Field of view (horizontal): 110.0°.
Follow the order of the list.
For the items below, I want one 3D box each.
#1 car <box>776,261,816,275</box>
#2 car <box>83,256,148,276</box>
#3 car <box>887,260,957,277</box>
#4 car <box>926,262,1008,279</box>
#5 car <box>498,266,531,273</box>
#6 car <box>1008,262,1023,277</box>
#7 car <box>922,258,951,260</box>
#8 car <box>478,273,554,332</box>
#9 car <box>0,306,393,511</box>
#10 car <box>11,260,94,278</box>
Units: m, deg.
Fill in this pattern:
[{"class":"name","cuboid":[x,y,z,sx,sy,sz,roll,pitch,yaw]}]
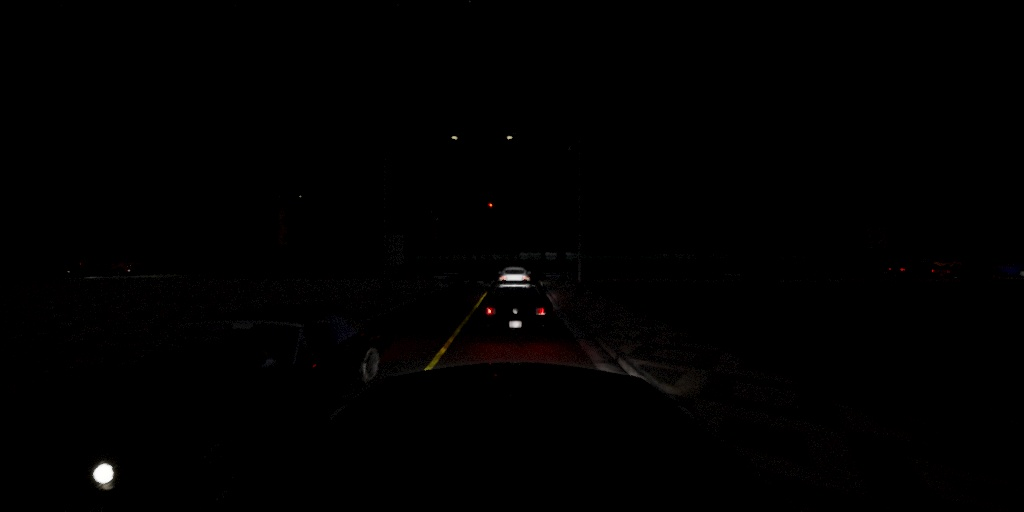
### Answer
[{"class":"car","cuboid":[31.234,1.352,40.227,4.902,1.511,2.128,0,0,1]},{"class":"car","cuboid":[-41.416,1.042,37.289,5.566,2.045,2.150,0,0,-1]},{"class":"car","cuboid":[41.878,1.415,36.730,5.357,1.411,2.033,0,0,1]},{"class":"car","cuboid":[42.357,1.474,33.471,4.718,1.301,1.895,0,0,1]},{"class":"car","cuboid":[0.151,1.334,21.097,1.812,1.442,4.674,0,0,1]},{"class":"car","cuboid":[52.342,1.347,36.669,5.008,1.535,1.882,0,0,1]},{"class":"car","cuboid":[46.961,0.955,39.974,5.008,1.535,1.882,0,0,1]},{"class":"car","cuboid":[0.126,1.378,10.924,1.895,1.301,4.718,0,0,1]},{"class":"car","cuboid":[-3.090,1.358,4.232,1.895,1.301,4.718,0,0,0]},{"class":"car","cuboid":[-43.796,1.367,33.989,5.357,1.411,2.033,0,0,-1]}]
